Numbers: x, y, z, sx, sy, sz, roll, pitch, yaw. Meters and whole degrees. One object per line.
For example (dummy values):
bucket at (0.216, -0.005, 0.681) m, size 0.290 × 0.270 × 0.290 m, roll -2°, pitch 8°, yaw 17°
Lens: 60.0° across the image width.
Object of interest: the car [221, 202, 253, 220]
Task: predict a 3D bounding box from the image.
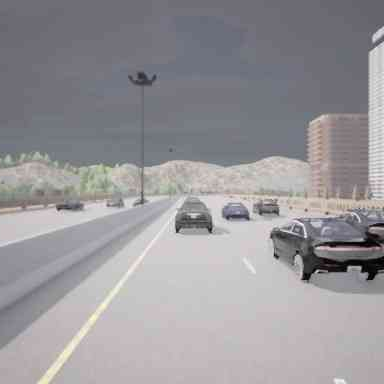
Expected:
car at (3.598, 1.565, 28.116) m, size 1.994 × 1.385 × 4.181 m, roll 0°, pitch 0°, yaw 0°

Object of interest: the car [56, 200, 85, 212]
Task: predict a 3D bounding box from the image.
car at (-14.141, 1.602, 38.734) m, size 1.895 × 1.301 × 4.718 m, roll 0°, pitch 0°, yaw 0°

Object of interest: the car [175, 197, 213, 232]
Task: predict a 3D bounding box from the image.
car at (0.098, 1.353, 20.142) m, size 2.097 × 1.767 × 4.553 m, roll 0°, pitch 0°, yaw 0°

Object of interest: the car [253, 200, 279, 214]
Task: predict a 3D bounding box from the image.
car at (7.093, 1.493, 32.282) m, size 2.128 × 1.511 × 4.902 m, roll 0°, pitch 0°, yaw 0°

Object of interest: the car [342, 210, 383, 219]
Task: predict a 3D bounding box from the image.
car at (7.099, 1.492, 14.031) m, size 2.128 × 1.511 × 4.902 m, roll 0°, pitch 0°, yaw 0°

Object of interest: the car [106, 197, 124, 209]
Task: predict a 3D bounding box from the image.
car at (-10.764, 1.493, 46.823) m, size 2.128 × 1.511 × 4.902 m, roll 0°, pitch 0°, yaw -1°

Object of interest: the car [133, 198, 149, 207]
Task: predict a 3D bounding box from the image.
car at (-7.292, 1.566, 48.333) m, size 1.994 × 1.385 × 4.181 m, roll 0°, pitch 0°, yaw -1°

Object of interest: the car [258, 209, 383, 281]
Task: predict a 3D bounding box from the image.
car at (3.600, 1.492, 9.804) m, size 2.128 × 1.511 × 4.902 m, roll 0°, pitch 0°, yaw 0°

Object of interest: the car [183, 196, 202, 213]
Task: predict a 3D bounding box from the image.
car at (0.055, 1.353, 38.115) m, size 2.097 × 1.767 × 4.553 m, roll 0°, pitch 0°, yaw -1°
